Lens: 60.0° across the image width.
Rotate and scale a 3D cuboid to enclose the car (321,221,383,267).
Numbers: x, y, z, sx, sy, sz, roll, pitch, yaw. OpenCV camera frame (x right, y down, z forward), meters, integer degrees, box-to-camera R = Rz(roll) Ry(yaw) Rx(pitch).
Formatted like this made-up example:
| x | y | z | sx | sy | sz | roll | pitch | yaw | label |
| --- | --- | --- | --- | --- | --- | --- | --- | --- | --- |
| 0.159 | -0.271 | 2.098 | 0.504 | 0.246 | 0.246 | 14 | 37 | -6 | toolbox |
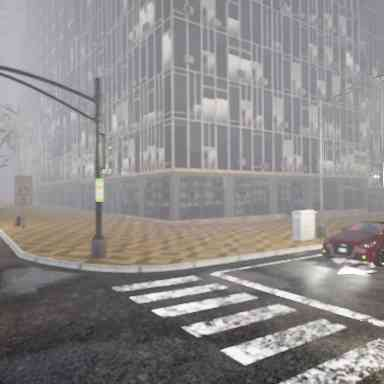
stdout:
| x | y | z | sx | sy | sz | roll | pitch | yaw | label |
| --- | --- | --- | --- | --- | --- | --- | --- | --- | --- |
| 6.743 | 1.814 | 12.471 | 4.181 | 1.385 | 1.994 | 1 | -1 | -35 | car |
